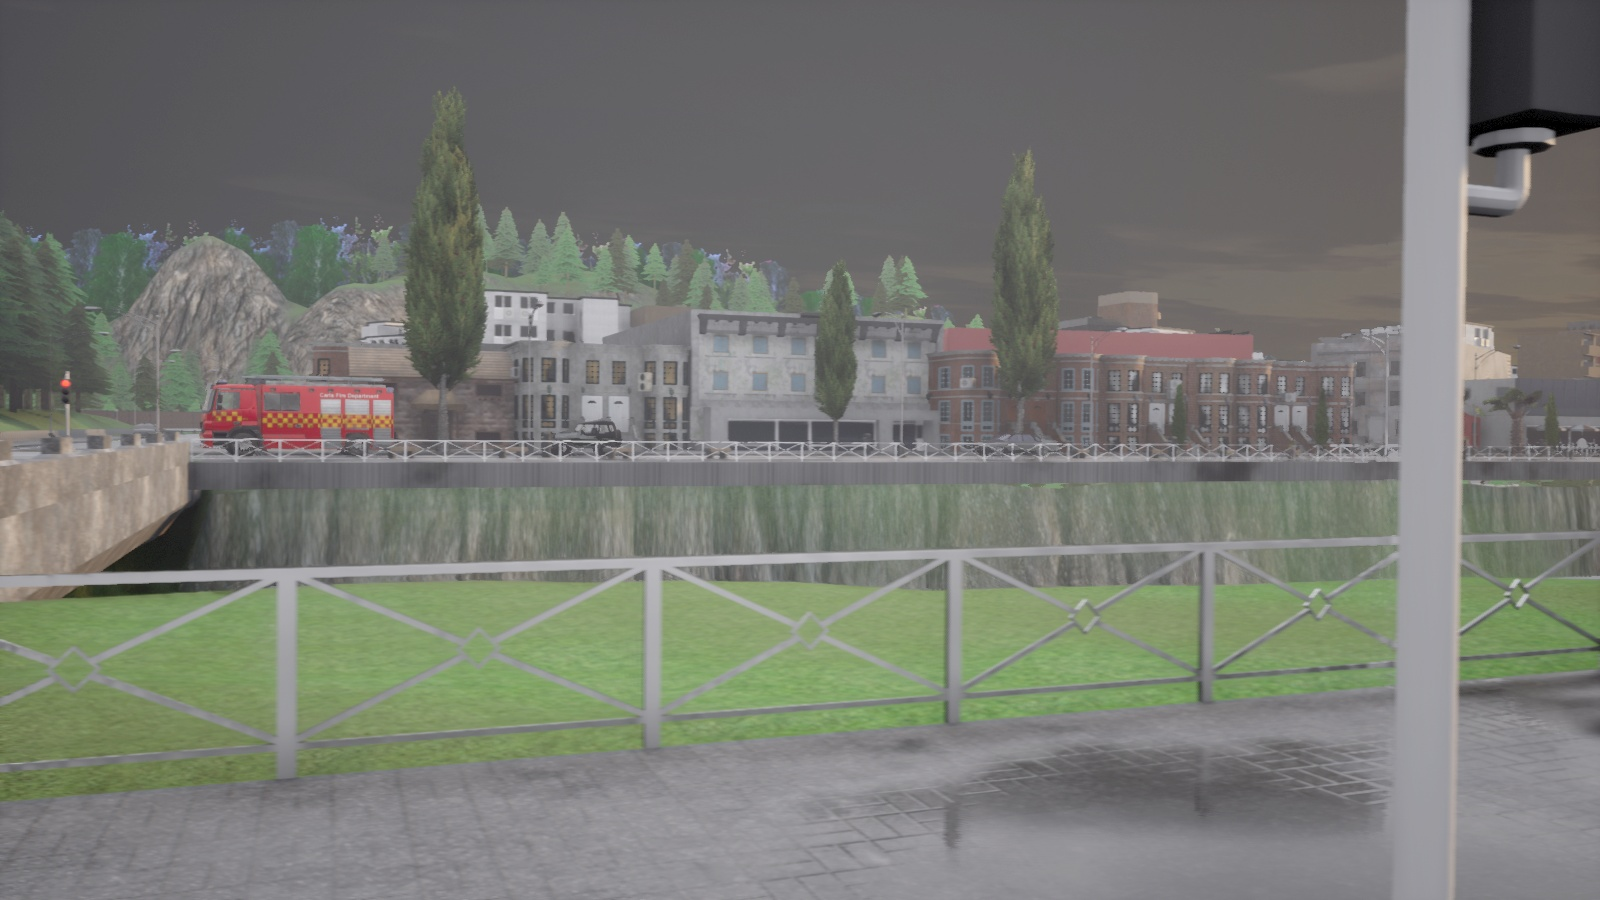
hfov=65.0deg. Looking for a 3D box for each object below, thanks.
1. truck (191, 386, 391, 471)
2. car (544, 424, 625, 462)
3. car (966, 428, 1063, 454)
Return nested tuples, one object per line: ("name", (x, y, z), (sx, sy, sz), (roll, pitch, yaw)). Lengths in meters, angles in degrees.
("truck", (-24.145, -1.078, 59.770), (8.468, 3.827, 2.891), (-1, 1, -30))
("car", (-11.229, -0.368, 65.445), (3.866, 1.878, 1.905), (-1, 1, -21))
("car", (12.724, -0.558, 74.550), (5.357, 1.411, 2.033), (-1, 1, -21))
